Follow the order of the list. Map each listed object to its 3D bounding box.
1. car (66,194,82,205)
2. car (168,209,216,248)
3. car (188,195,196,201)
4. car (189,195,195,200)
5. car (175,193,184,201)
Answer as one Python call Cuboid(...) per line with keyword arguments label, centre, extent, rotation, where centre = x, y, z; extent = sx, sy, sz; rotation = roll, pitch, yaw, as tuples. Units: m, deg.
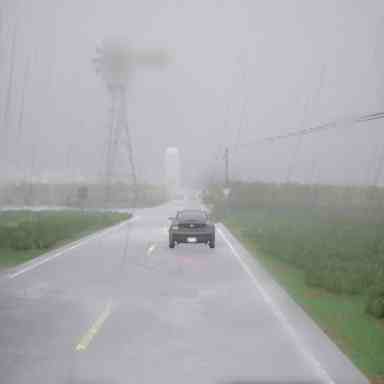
Cuboid(label="car", centre=(-17.222, 1.214, 48.586), extent=(1.905, 1.878, 3.866), rotation=(0, 0, -31))
Cuboid(label="car", centre=(0.000, 1.513, 14.650), extent=(1.837, 1.490, 4.892), rotation=(0, 0, 0))
Cuboid(label="car", centre=(0.000, 1.453, 80.772), extent=(1.994, 1.385, 4.181), rotation=(0, 0, 0))
Cuboid(label="car", centre=(0.000, 1.425, 94.137), extent=(1.895, 1.301, 4.718), rotation=(0, 0, 0))
Cuboid(label="car", centre=(-3.200, 1.217, 84.718), extent=(2.150, 2.045, 5.566), rotation=(0, 0, 0))
